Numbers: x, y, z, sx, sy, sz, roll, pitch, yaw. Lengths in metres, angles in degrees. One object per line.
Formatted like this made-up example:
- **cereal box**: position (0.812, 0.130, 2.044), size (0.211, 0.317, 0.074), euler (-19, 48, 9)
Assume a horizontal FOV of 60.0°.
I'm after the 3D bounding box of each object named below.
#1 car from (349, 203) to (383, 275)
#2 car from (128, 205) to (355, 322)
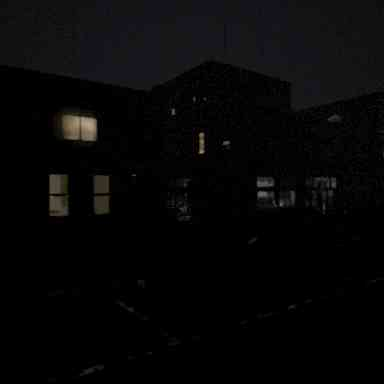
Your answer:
- **car**: position (5.661, 1.298, 10.604), size (5.009, 1.841, 2.192), euler (0, 0, -35)
- **car**: position (1.147, 1.307, 7.385), size (5.009, 1.841, 2.192), euler (0, 0, -35)
